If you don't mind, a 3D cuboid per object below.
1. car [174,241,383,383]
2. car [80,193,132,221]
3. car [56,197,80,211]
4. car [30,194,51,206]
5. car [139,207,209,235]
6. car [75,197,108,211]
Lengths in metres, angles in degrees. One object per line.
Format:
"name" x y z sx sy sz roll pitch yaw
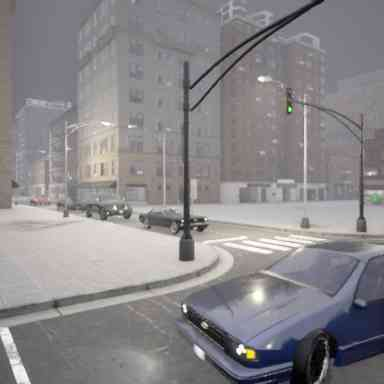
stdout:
"car" 2.473 1.534 5.189 5.357 1.411 2.033 0 0 -26
"car" -6.765 1.078 26.457 2.150 2.045 5.566 0 0 -36
"car" -12.770 1.287 34.875 1.882 1.535 5.008 0 0 -36
"car" -21.764 1.089 47.596 2.097 1.767 4.553 0 0 -35
"car" -1.108 1.504 18.563 1.895 1.301 4.718 0 0 -36
"car" -11.665 1.340 38.378 2.033 1.411 5.357 0 0 -36
